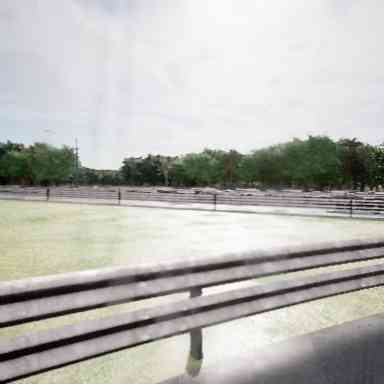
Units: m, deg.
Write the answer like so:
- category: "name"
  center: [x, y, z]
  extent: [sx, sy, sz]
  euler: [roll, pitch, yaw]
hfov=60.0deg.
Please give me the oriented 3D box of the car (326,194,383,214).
- category: "car"
  center: [14.166, 0.978, 28.583]
  extent: [4.892, 1.490, 1.837]
  euler: [2, 2, 29]

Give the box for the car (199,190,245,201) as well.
- category: "car"
  center: [3.169, 0.579, 38.611]
  extent: [4.902, 1.511, 2.128]
  euler: [1, 2, 28]
